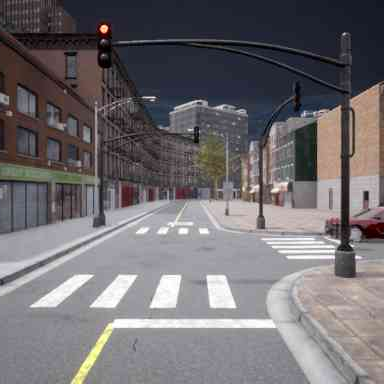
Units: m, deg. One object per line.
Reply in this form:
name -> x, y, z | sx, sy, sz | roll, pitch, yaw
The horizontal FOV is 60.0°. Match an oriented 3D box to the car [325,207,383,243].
car -> 8.667, 1.419, 15.091 | 5.008, 1.535, 1.882 | 0, 0, 4
